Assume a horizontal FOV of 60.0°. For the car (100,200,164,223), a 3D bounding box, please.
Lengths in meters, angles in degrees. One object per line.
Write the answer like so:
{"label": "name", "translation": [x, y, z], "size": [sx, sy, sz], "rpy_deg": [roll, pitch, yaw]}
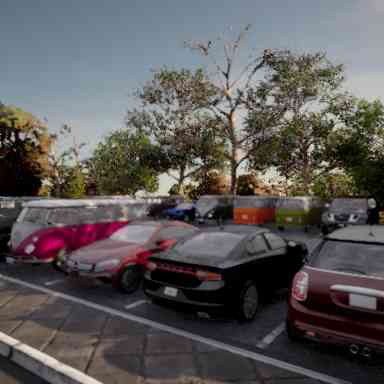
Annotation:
{"label": "car", "translation": [-4.794, 1.522, 27.522], "size": [1.946, 1.575, 5.366], "rpy_deg": [-1, 0, 36]}

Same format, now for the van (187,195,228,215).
{"label": "van", "translation": [1.878, 1.216, 22.830], "size": [1.878, 1.987, 4.442], "rpy_deg": [0, 0, 36]}

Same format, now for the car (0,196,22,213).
{"label": "car", "translation": [-24.943, 1.583, 42.208], "size": [2.435, 2.045, 5.566], "rpy_deg": [-1, -1, 36]}

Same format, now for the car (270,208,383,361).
{"label": "car", "translation": [3.328, 1.362, 5.810], "size": [2.185, 1.767, 4.553], "rpy_deg": [0, 0, 36]}

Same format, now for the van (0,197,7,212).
{"label": "van", "translation": [-27.241, 1.660, 43.964], "size": [1.878, 1.987, 4.442], "rpy_deg": [-1, -1, 36]}

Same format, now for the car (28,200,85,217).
{"label": "car", "translation": [-13.802, 1.660, 34.192], "size": [2.097, 1.535, 5.008], "rpy_deg": [-1, 0, 36]}

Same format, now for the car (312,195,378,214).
{"label": "car", "translation": [8.693, 1.224, 18.059], "size": [2.435, 2.045, 5.566], "rpy_deg": [0, 0, 36]}

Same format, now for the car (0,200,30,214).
{"label": "car", "translation": [-22.812, 1.792, 40.421], "size": [1.946, 1.575, 5.366], "rpy_deg": [-1, -1, 36]}

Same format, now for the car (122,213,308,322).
{"label": "car", "translation": [1.085, 1.476, 7.447], "size": [2.097, 1.535, 5.008], "rpy_deg": [0, 0, 36]}

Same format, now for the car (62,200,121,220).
{"label": "car", "translation": [-9.196, 1.593, 30.893], "size": [2.231, 1.521, 4.892], "rpy_deg": [-1, 0, 36]}

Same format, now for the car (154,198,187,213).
{"label": "car", "translation": [-0.181, 1.458, 24.453], "size": [2.097, 1.535, 5.008], "rpy_deg": [-1, 0, 36]}

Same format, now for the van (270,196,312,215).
{"label": "van", "translation": [6.525, 1.238, 19.790], "size": [1.878, 1.987, 4.442], "rpy_deg": [0, 0, 36]}

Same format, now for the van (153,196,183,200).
{"label": "van", "translation": [-2.506, 1.266, 25.968], "size": [1.878, 1.987, 4.442], "rpy_deg": [-1, 0, 36]}

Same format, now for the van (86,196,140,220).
{"label": "van", "translation": [-6.874, 1.333, 29.382], "size": [1.878, 1.987, 4.442], "rpy_deg": [-1, 0, 36]}

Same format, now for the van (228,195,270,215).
{"label": "van", "translation": [4.374, 1.228, 21.329], "size": [1.878, 1.987, 4.442], "rpy_deg": [0, 0, 36]}

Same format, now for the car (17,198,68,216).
{"label": "car", "translation": [-15.970, 1.567, 35.711], "size": [2.185, 1.767, 4.553], "rpy_deg": [-1, 0, 36]}

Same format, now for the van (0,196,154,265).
{"label": "van", "translation": [-3.493, 1.228, 10.588], "size": [1.878, 1.987, 4.442], "rpy_deg": [0, 0, 36]}

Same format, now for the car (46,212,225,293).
{"label": "car", "translation": [-1.167, 1.505, 9.070], "size": [2.002, 1.452, 4.674], "rpy_deg": [0, 0, 36]}

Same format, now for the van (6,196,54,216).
{"label": "van", "translation": [-18.136, 1.500, 37.445], "size": [1.878, 1.987, 4.442], "rpy_deg": [-1, 0, 36]}
